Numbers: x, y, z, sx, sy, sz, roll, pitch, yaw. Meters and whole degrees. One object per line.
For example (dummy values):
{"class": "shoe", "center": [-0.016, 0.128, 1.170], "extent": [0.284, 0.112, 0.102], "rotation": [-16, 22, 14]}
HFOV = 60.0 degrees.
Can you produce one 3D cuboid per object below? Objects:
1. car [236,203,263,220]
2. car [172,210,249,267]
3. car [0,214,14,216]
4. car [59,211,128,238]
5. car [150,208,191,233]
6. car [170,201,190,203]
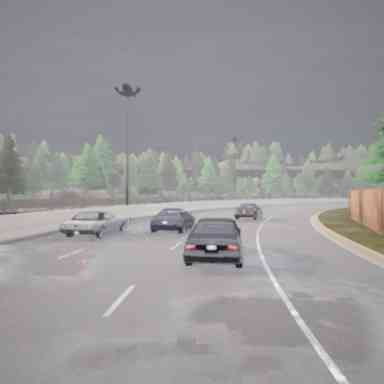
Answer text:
{"class": "car", "center": [5.120, 1.706, 29.749], "extent": [2.033, 1.411, 5.357], "rotation": [0, 0, 19]}
{"class": "car", "center": [0.865, 1.609, 11.754], "extent": [2.033, 1.411, 5.357], "rotation": [0, 0, 7]}
{"class": "car", "center": [-12.078, 1.682, 20.168], "extent": [1.895, 1.301, 4.718], "rotation": [0, 0, 11]}
{"class": "car", "center": [-5.155, 1.684, 18.182], "extent": [1.895, 1.301, 4.718], "rotation": [0, 0, 10]}
{"class": "car", "center": [-1.083, 1.665, 20.381], "extent": [1.994, 1.385, 4.181], "rotation": [0, 0, 12]}
{"class": "car", "center": [-1.830, 1.880, 55.954], "extent": [1.895, 1.301, 4.718], "rotation": [0, 0, 32]}
